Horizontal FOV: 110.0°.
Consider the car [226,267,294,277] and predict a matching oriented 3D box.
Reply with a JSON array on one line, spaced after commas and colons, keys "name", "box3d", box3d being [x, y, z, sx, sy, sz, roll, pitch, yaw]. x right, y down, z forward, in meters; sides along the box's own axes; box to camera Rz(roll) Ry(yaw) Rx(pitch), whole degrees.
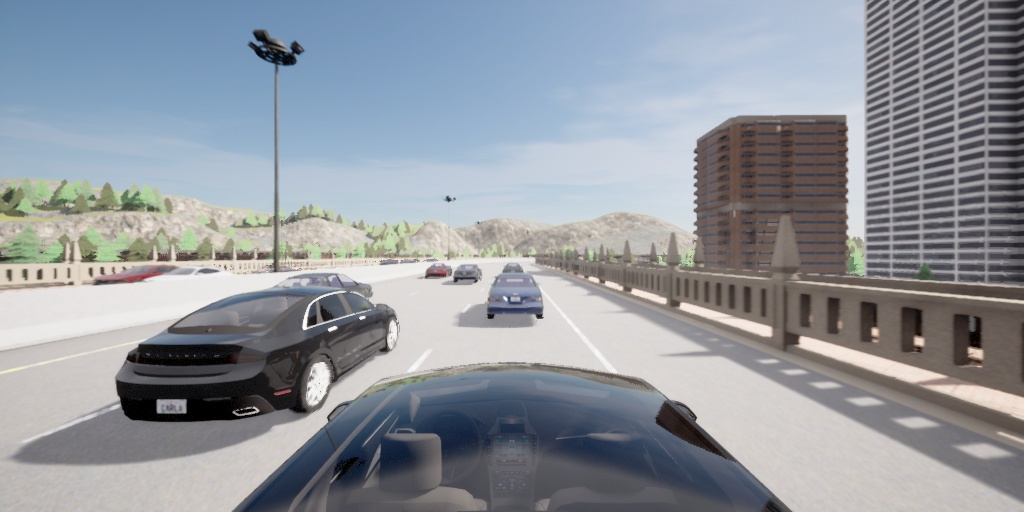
[{"name": "car", "box3d": [-14.097, 1.325, 21.172, 1.994, 1.385, 4.181, 0, 0, 0]}]

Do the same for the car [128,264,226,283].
[{"name": "car", "box3d": [-17.597, 1.287, 19.717, 1.812, 1.442, 4.674, 0, 0, 0]}]

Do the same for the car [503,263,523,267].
[{"name": "car", "box3d": [0.104, 1.330, 34.202, 1.994, 1.385, 4.181, 0, 0, 0]}]

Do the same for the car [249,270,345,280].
[{"name": "car", "box3d": [-6.898, 1.304, 13.067, 2.033, 1.411, 5.357, 0, 0, 0]}]

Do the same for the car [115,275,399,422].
[{"name": "car", "box3d": [-3.401, 1.257, 6.007, 1.837, 1.490, 4.892, 0, 0, 0]}]

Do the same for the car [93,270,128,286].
[{"name": "car", "box3d": [-21.096, 1.240, 20.931, 1.882, 1.535, 5.008, 0, 0, 0]}]

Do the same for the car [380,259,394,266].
[{"name": "car", "box3d": [-21.017, 1.287, 61.452, 1.837, 1.490, 4.892, 0, 0, 1]}]

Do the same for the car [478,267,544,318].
[{"name": "car", "box3d": [0.101, 1.303, 12.935, 2.033, 1.411, 5.357, 0, 0, 0]}]

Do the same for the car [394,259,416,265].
[{"name": "car", "box3d": [-17.531, 1.274, 60.204, 2.128, 1.511, 4.902, 0, 0, 1]}]

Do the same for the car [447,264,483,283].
[{"name": "car", "box3d": [-3.397, 1.311, 28.191, 2.033, 1.411, 5.357, 0, 0, 0]}]

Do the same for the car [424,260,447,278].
[{"name": "car", "box3d": [-6.896, 1.331, 34.274, 1.994, 1.385, 4.181, 0, 0, 0]}]
